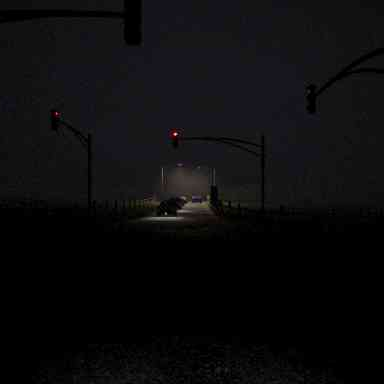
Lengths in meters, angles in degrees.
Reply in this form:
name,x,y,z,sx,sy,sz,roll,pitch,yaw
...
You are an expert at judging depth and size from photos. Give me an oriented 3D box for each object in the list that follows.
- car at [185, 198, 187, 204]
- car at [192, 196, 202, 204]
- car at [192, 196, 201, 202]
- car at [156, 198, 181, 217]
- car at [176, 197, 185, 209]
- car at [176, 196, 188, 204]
name,x,y,z,sx,sy,sz,roll,pitch,yaw
car,-2.106,1.560,53.670,2.033,1.411,5.357,0,0,1
car,1.029,1.495,65.906,1.882,1.535,5.008,0,0,1
car,1.090,1.617,75.940,1.895,1.301,4.718,0,0,1
car,-2.363,1.553,32.147,2.033,1.411,5.357,0,0,-1
car,-2.273,1.515,42.717,1.837,1.490,4.892,0,0,1
car,-1.903,1.581,63.799,1.994,1.385,4.181,0,0,2
